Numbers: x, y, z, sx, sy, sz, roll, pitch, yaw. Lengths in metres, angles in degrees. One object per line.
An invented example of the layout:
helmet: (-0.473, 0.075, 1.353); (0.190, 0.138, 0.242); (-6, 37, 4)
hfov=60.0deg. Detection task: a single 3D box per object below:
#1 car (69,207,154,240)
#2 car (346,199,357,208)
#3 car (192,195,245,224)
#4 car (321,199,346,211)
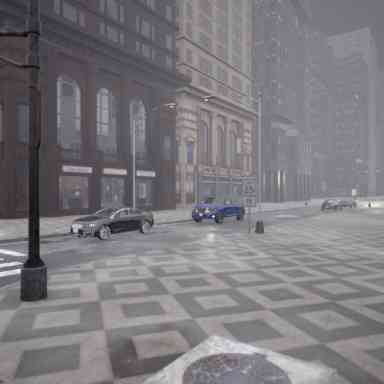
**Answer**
car: (-4.024, 1.533, 17.434); (2.128, 1.511, 4.902); (0, 0, 34)
car: (23.760, 1.703, 50.747); (2.033, 1.411, 5.357); (0, 0, 36)
car: (2.226, 1.295, 26.159); (2.150, 2.045, 5.566); (0, 0, 35)
car: (17.858, 1.656, 42.502); (1.812, 1.442, 4.674); (0, 0, 36)
